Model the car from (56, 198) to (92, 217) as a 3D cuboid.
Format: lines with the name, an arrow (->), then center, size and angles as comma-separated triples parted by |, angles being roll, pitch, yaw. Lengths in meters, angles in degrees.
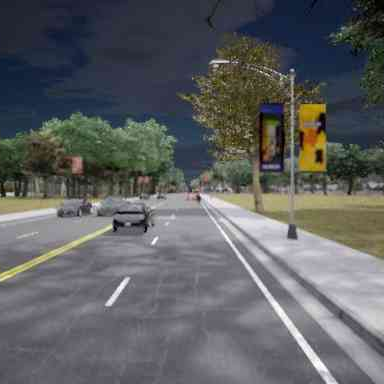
car -> -9.854, 1.302, 28.318 | 1.837, 1.490, 4.892 | 0, 0, 0

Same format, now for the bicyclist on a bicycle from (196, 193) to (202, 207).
bicyclist on a bicycle -> 0.880, 1.080, 40.715 | 0.659, 1.776, 1.843 | 0, 1, 0

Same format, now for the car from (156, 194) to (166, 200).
car -> -6.524, 1.076, 70.892 | 1.895, 1.301, 4.718 | 0, 0, 0

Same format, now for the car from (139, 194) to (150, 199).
car -> -9.773, 1.061, 69.150 | 2.033, 1.411, 5.357 | 0, 0, 0

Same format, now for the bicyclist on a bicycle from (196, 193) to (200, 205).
bicyclist on a bicycle -> 0.876, 1.019, 49.916 | 0.659, 1.776, 1.843 | 0, 1, 0

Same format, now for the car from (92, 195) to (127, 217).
car -> -6.603, 1.147, 28.476 | 2.097, 1.767, 4.553 | 0, 0, 0

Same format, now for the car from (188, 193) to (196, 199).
car -> -0.027, 0.947, 81.237 | 1.837, 1.490, 4.892 | 0, 0, 0

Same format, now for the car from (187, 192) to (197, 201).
car -> -0.023, 0.879, 69.482 | 2.097, 1.767, 4.553 | 0, 0, 0

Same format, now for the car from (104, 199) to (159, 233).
car -> -3.156, 1.356, 18.803 | 2.128, 1.511, 4.902 | 0, 0, 0
